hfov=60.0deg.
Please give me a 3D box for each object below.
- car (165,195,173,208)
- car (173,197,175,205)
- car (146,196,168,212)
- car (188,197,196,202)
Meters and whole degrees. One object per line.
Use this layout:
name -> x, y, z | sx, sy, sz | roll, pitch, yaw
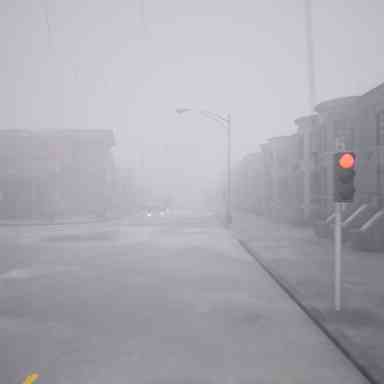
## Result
car -> -4.146, 1.505, 48.599 | 1.837, 1.490, 4.892 | 0, 0, 0
car -> -4.127, 1.352, 58.392 | 2.097, 1.767, 4.553 | 0, 0, 0
car -> -4.147, 1.526, 39.413 | 1.812, 1.442, 4.674 | 0, 0, -1
car -> -0.064, 1.754, 74.067 | 2.033, 1.411, 5.357 | 0, 0, 0
